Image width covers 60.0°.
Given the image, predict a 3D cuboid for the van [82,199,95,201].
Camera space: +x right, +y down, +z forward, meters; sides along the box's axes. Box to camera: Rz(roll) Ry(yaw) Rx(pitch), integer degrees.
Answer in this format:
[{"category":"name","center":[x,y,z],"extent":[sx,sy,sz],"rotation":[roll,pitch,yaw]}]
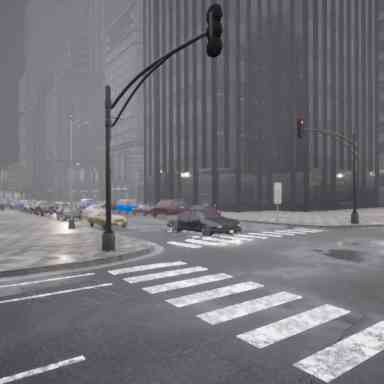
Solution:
[{"category":"van","center":[-17.040,2.038,54.360],"extent":[1.690,1.788,3.998],"rotation":[-1,0,-35]}]

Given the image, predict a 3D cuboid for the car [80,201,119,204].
[{"category":"car","center":[-9.367,1.956,33.373],"extent":[1.812,1.442,4.674],"rotation":[0,-1,-35]}]

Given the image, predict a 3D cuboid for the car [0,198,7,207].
[{"category":"car","center":[-41.246,2.668,73.687],"extent":[1.887,1.381,4.507],"rotation":[-1,0,-35]}]

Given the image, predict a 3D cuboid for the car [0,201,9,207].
[{"category":"car","center":[-44.356,2.772,78.073],"extent":[1.802,1.307,4.206],"rotation":[-1,0,-35]}]

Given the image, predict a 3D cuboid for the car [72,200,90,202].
[{"category":"car","center":[-17.035,2.257,49.589],"extent":[1.895,1.301,4.718],"rotation":[0,-1,-35]}]

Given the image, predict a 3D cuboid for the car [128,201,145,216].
[{"category":"car","center":[-5.279,2.004,37.750],"extent":[1.802,1.307,4.206],"rotation":[-1,0,-35]}]

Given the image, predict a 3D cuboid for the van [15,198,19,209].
[{"category":"van","center":[-26.158,2.123,52.414],"extent":[1.690,1.788,3.998],"rotation":[-1,0,-35]}]

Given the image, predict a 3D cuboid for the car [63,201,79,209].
[{"category":"car","center":[-22.656,2.407,62.219],"extent":[1.802,1.307,4.206],"rotation":[-1,0,-35]}]

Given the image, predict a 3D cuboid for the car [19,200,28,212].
[{"category":"car","center":[-23.328,2.157,48.429],"extent":[1.967,1.590,4.097],"rotation":[-1,0,-35]}]

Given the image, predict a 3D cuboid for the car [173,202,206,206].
[{"category":"car","center":[0.597,1.828,29.446],"extent":[1.887,1.381,4.507],"rotation":[-1,0,-35]}]

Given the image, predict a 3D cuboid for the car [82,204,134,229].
[{"category":"car","center":[-6.266,1.843,24.382],"extent":[1.752,1.417,4.829],"rotation":[-1,0,-35]}]

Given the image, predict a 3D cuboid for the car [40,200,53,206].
[{"category":"car","center":[-34.697,2.661,79.191],"extent":[1.947,1.339,4.313],"rotation":[-1,0,-35]}]

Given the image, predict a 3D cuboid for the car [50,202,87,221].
[{"category":"car","center":[-12.018,2.004,32.490],"extent":[2.008,1.369,4.403],"rotation":[-1,0,-35]}]

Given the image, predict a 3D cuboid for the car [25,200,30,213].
[{"category":"car","center":[-20.499,2.196,44.444],"extent":[1.887,1.381,4.507],"rotation":[-1,0,-35]}]

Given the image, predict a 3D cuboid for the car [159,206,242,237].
[{"category":"car","center":[0.496,1.744,19.618],"extent":[2.033,1.411,5.357],"rotation":[0,-1,-37]}]

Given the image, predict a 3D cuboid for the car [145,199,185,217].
[{"category":"car","center":[-2.347,1.668,33.598],"extent":[2.192,1.841,5.009],"rotation":[-1,0,-35]}]

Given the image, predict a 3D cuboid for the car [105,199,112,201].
[{"category":"car","center":[-11.163,1.875,46.055],"extent":[2.192,1.841,5.009],"rotation":[-1,0,-35]}]

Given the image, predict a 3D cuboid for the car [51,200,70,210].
[{"category":"car","center":[-23.018,2.271,57.971],"extent":[1.882,1.535,5.008],"rotation":[0,-1,-35]}]

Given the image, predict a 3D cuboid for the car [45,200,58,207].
[{"category":"car","center":[-31.686,2.596,74.947],"extent":[1.947,1.339,4.313],"rotation":[-1,0,-35]}]

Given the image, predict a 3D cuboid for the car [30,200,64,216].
[{"category":"car","center":[-17.677,1.901,40.460],"extent":[2.192,1.841,5.009],"rotation":[-1,0,-35]}]

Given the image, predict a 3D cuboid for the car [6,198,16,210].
[{"category":"car","center":[-31.913,2.354,60.529],"extent":[1.967,1.590,4.097],"rotation":[-1,0,-35]}]

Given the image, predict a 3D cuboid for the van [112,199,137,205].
[{"category":"van","center":[-8.224,1.833,41.903],"extent":[1.690,1.788,3.998],"rotation":[-1,0,-35]}]
